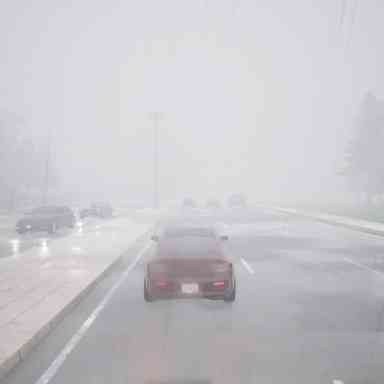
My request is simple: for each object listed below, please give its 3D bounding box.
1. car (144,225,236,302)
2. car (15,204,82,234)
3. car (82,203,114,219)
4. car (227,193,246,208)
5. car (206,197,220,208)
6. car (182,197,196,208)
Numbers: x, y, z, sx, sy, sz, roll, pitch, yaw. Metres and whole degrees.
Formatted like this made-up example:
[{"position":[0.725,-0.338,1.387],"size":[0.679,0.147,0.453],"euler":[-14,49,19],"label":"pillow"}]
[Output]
[{"position":[-0.057,1.528,8.143],"size":[1.812,1.442,4.674],"euler":[0,0,-1],"label":"car"},{"position":[-8.245,1.510,19.176],"size":[1.837,1.490,4.892],"euler":[0,0,0],"label":"car"},{"position":[-8.283,1.609,29.120],"size":[1.895,1.301,4.718],"euler":[0,0,0],"label":"car"},{"position":[6.560,1.235,49.217],"size":[2.150,2.045,5.566],"euler":[0,0,-1],"label":"car"},{"position":[3.060,1.539,49.230],"size":[1.812,1.442,4.674],"euler":[0,0,-1],"label":"car"},{"position":[-0.440,1.518,49.190],"size":[1.837,1.490,4.892],"euler":[0,0,-1],"label":"car"}]
